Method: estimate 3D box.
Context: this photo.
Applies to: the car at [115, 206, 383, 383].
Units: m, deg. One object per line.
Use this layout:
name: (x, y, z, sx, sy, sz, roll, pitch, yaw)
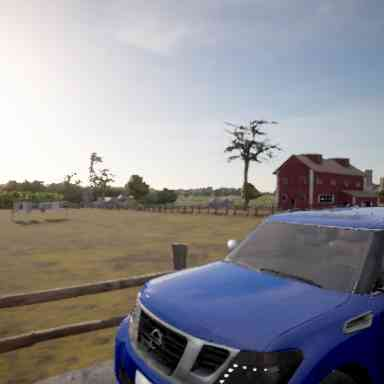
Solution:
car: (1.881, 1.245, 4.284, 5.566, 2.045, 2.150, 1, 0, -35)
